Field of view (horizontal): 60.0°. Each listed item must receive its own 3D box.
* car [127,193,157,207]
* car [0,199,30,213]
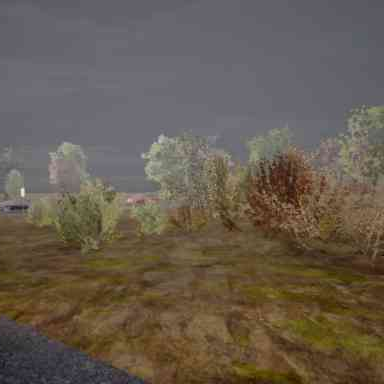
[{"bbox_3d":[-7.782,1.232,52.133,2.150,2.045,5.566,0,0,39],"label":"car"},{"bbox_3d":[-19.410,1.488,36.951,2.128,1.511,4.902,0,0,36],"label":"car"}]
